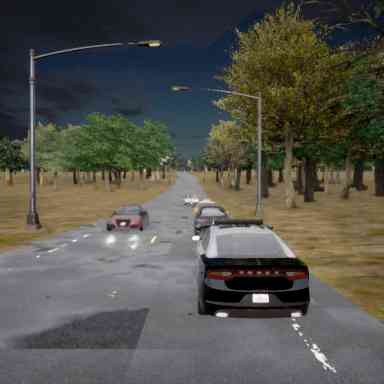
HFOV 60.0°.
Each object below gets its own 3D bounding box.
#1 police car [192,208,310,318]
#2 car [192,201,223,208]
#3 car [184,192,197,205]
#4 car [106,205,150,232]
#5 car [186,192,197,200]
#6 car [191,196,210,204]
[{"bbox_3d":[1.043,1.408,7.654,1.930,1.638,5.238,0,0,0],"label":"police car"},{"bbox_3d":[1.029,1.440,17.544,1.812,1.442,4.674,0,1,0],"label":"car"},{"bbox_3d":[-0.040,1.097,45.132,1.895,1.301,4.718,0,1,0],"label":"car"},{"bbox_3d":[-3.624,1.459,19.475,1.994,1.385,4.181,0,1,0],"label":"car"},{"bbox_3d":[-0.080,0.684,58.234,1.895,1.301,4.718,0,2,0],"label":"car"},{"bbox_3d":[1.020,1.306,23.732,1.801,1.575,5.366,0,1,0],"label":"car"}]
